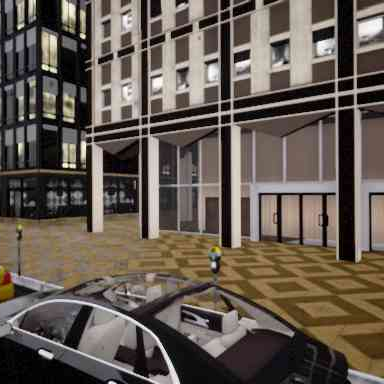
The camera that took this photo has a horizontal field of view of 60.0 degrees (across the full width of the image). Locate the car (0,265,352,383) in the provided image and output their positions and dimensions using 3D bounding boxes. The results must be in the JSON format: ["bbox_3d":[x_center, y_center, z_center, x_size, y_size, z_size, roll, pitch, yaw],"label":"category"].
[{"bbox_3d":[-0.744,1.549,3.412,4.403,1.369,2.008,0,0,36],"label":"car"}]
